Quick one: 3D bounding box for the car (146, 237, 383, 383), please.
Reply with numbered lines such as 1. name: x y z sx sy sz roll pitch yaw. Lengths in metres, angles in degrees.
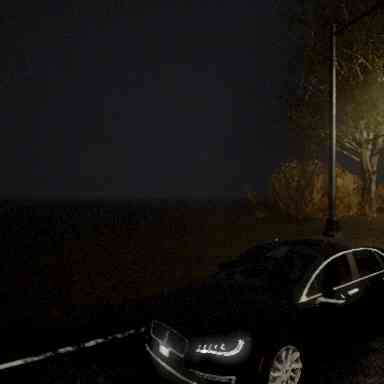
1. car: 1.658 1.522 5.119 4.892 1.490 1.837 0 0 -36
